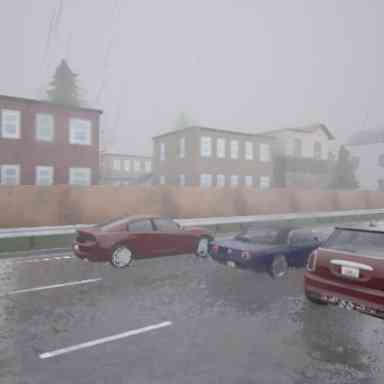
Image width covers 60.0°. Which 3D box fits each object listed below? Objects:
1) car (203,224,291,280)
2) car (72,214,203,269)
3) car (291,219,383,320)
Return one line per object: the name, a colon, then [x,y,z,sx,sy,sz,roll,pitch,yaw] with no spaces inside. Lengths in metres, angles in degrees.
car: [2.849,1.638,10.078,4.718,1.301,1.895,0,0,-35]
car: [-1.422,1.502,11.329,5.008,1.535,1.882,0,0,-35]
car: [4.425,1.386,6.902,4.553,1.767,2.097,0,0,-36]
